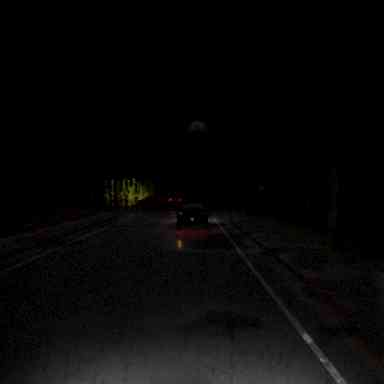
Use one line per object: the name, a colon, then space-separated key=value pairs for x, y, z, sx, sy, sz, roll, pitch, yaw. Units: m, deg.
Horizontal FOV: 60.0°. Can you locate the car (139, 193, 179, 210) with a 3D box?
car: x=-3.890 y=1.087 z=39.741 sx=5.566 sy=2.045 sz=2.150 roll=0 pitch=-1 yaw=38

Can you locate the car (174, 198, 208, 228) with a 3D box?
car: x=0.045 y=1.389 z=21.632 sx=1.882 sy=1.535 sz=5.008 roll=0 pitch=1 yaw=1
